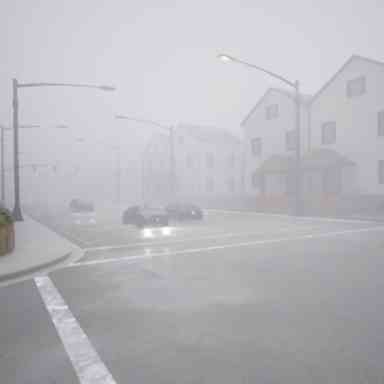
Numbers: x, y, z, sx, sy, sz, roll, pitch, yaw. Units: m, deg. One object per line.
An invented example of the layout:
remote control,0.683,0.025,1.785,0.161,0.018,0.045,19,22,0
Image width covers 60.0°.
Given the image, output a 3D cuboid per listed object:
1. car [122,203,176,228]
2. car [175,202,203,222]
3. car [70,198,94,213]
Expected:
car,-3.134,1.506,22.159,1.994,1.385,4.181,-1,0,-31
car,-0.941,1.460,25.569,1.994,1.385,4.181,-1,0,-31
car,-12.613,1.486,37.938,1.882,1.535,5.008,-1,0,-31
